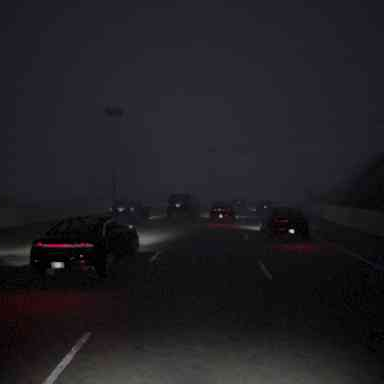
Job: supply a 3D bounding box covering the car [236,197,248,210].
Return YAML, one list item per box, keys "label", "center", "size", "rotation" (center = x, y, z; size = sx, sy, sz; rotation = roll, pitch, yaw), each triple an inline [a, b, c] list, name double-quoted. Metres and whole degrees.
- label: "car"
  center: [5.988, 1.449, 42.466]
  size: [1.837, 1.490, 4.892]
  rotation: [0, 0, 15]

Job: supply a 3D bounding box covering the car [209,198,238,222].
- label: "car"
  center: [2.451, 1.469, 26.257]
  size: [1.837, 1.490, 4.892]
  rotation: [0, 0, 9]

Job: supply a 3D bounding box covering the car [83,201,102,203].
- label: "car"
  center: [-16.247, 1.439, 54.582]
  size: [2.033, 1.411, 5.357]
  rotation: [0, 0, 17]

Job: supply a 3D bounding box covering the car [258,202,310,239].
- label: "car"
  center: [4.710, 1.485, 17.237]
  size: [1.837, 1.490, 4.892]
  rotation: [0, 0, 6]

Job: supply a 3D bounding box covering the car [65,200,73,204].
- label: "car"
  center: [-19.483, 1.410, 55.800]
  size: [1.812, 1.442, 4.674]
  rotation: [0, 0, 17]

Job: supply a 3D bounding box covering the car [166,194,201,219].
- label: "car"
  center: [-0.655, 1.176, 28.988]
  size: [2.150, 2.045, 5.566]
  rotation: [0, 0, 10]

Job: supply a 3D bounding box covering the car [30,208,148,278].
- label: "car"
  center: [-2.951, 1.471, 10.113]
  size: [2.128, 1.511, 4.902]
  rotation: [0, 0, 4]

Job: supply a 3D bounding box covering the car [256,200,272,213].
- label: "car"
  center: [8.094, 1.520, 36.550]
  size: [1.994, 1.385, 4.181]
  rotation: [0, 0, 13]

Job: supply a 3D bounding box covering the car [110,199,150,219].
- label: "car"
  center: [-4.726, 1.305, 25.651]
  size: [2.097, 1.767, 4.553]
  rotation: [0, 0, 9]
